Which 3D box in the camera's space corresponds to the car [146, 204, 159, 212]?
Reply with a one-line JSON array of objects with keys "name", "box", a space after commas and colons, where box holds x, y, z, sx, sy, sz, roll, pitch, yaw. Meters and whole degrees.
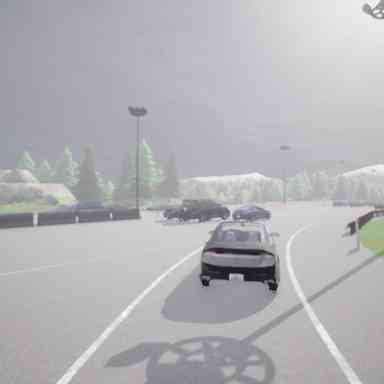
[{"name": "car", "box": [-5.156, 2.615, 55.503, 2.033, 1.411, 5.357, -2, -2, 41]}]

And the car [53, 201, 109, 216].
[{"name": "car", "box": [-13.460, 2.078, 40.585, 2.150, 2.045, 5.566, -1, -2, 41]}]

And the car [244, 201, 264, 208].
[{"name": "car", "box": [13.420, 2.672, 71.416, 1.882, 1.535, 5.008, -2, -2, 41]}]

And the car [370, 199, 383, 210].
[{"name": "car", "box": [31.616, 2.155, 54.860, 2.033, 1.411, 5.357, -2, -2, 41]}]

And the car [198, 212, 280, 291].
[{"name": "car", "box": [1.412, 1.575, 9.360, 2.128, 1.511, 4.902, 1, 0, 11]}]

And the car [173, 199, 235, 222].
[{"name": "car", "box": [1.185, 1.671, 30.476, 2.150, 2.045, 5.566, -2, -2, 41]}]

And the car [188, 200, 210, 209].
[{"name": "car", "box": [1.519, 2.623, 68.409, 2.097, 1.767, 4.553, -2, -1, 41]}]

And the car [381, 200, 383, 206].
[{"name": "car", "box": [43.702, 2.407, 74.205, 1.895, 1.301, 4.718, -2, -2, 41]}]

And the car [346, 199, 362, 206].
[{"name": "car", "box": [38.405, 2.502, 78.781, 2.128, 1.511, 4.902, -2, -2, 41]}]

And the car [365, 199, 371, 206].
[{"name": "car", "box": [36.836, 2.330, 66.327, 2.033, 1.411, 5.357, -2, -2, 41]}]

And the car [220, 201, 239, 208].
[{"name": "car", "box": [8.649, 2.891, 76.591, 1.812, 1.442, 4.674, -2, -2, 41]}]

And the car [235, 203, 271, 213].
[{"name": "car", "box": [5.427, 1.908, 30.016, 1.812, 1.442, 4.674, -2, -1, 41]}]

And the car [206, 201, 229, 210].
[{"name": "car", "box": [5.273, 2.706, 67.402, 2.128, 1.511, 4.902, -2, -2, 41]}]

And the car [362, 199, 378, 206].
[{"name": "car", "box": [41.043, 2.419, 76.482, 2.128, 1.511, 4.902, -2, -2, 41]}]

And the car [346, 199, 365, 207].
[{"name": "car", "box": [34.198, 2.398, 68.626, 2.128, 1.511, 4.902, -2, -2, 41]}]

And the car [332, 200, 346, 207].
[{"name": "car", "box": [31.559, 2.433, 70.926, 1.882, 1.535, 5.008, -2, -2, 41]}]

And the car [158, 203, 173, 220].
[{"name": "car", "box": [-0.732, 2.047, 33.596, 1.837, 1.490, 4.892, -2, -1, 41]}]

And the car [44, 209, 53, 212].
[{"name": "car", "box": [-16.421, 2.420, 42.515, 2.128, 1.511, 4.902, -2, -2, 41]}]

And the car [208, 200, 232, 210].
[{"name": "car", "box": [5.280, 2.439, 62.154, 2.097, 1.767, 4.553, -2, -2, 41]}]

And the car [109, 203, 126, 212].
[{"name": "car", "box": [-12.551, 2.592, 52.312, 1.837, 1.490, 4.892, -2, -2, 41]}]

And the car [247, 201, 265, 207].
[{"name": "car", "box": [15.263, 2.836, 78.855, 1.837, 1.490, 4.892, -2, -2, 41]}]
